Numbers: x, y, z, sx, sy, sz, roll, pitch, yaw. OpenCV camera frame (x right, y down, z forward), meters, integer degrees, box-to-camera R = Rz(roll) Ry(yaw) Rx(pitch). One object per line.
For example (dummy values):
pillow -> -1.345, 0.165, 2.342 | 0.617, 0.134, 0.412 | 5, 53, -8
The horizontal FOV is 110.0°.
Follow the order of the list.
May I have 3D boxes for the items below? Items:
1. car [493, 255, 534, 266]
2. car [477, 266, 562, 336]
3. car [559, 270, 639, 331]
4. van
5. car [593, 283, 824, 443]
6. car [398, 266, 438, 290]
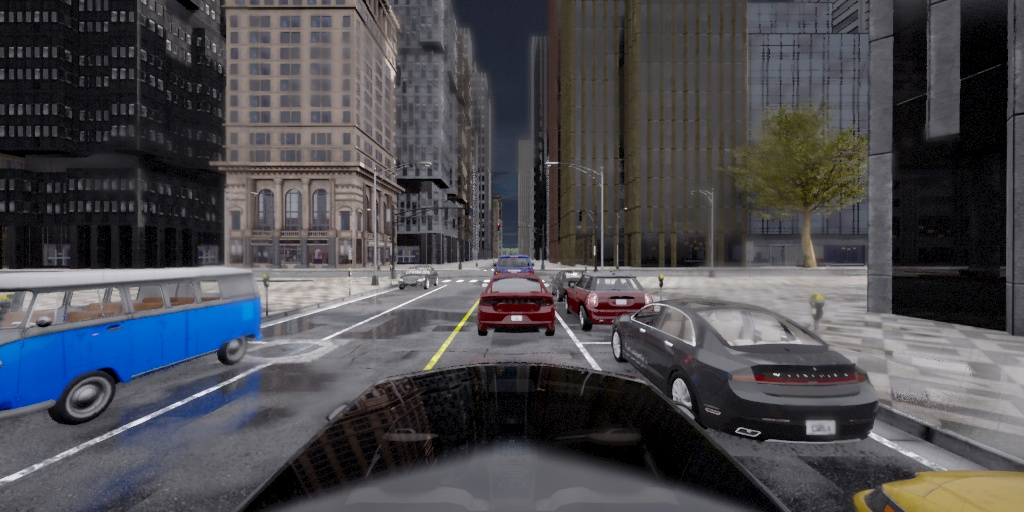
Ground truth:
car -> 0.105, 0.967, 20.301 | 2.150, 2.045, 5.566 | 0, 0, 0
car -> 0.107, 1.226, 10.417 | 1.882, 1.535, 5.008 | 0, 0, 0
car -> 2.778, 1.188, 11.031 | 1.967, 1.591, 4.097 | 0, 0, 0
van -> -5.756, 1.090, 5.402 | 1.690, 1.789, 3.998 | 0, 0, 0
car -> 2.769, 1.300, 5.390 | 2.007, 1.370, 4.403 | 0, 0, 0
car -> -5.730, 1.295, 22.325 | 2.007, 1.370, 4.403 | 0, 0, 0
